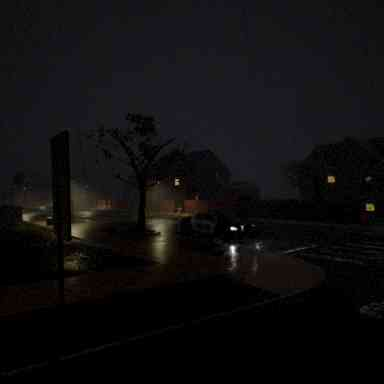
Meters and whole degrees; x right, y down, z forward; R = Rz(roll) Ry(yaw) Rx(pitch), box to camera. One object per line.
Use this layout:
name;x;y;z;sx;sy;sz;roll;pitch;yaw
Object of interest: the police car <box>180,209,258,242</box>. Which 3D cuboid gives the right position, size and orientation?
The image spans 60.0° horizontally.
police car;1.413;1.749;18.254;2.038;1.542;4.974;-2;0;-36
